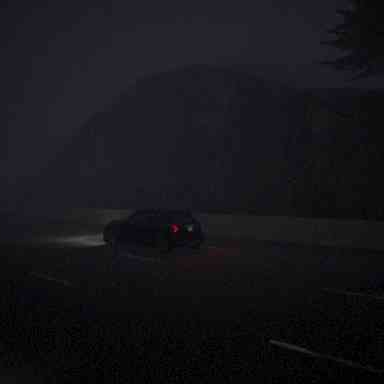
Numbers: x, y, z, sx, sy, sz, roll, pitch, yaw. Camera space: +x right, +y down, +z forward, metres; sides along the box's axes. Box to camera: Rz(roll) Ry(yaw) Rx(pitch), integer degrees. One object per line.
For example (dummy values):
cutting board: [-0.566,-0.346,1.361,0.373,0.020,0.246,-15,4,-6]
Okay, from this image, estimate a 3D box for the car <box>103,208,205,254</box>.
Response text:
car: [-1.736,1.461,14.214,4.553,1.767,2.097,0,-1,38]
